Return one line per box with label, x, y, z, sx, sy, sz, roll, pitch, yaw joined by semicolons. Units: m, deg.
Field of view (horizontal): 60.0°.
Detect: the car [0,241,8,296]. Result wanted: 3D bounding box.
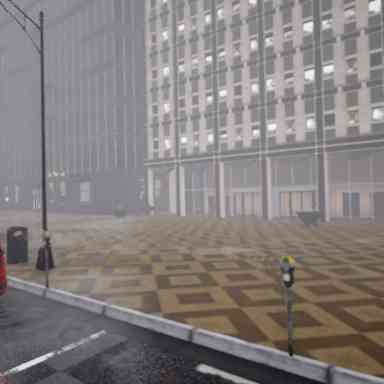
car;-5.953;1.316;6.755;5.566;2.045;2.150;-1;0;35
